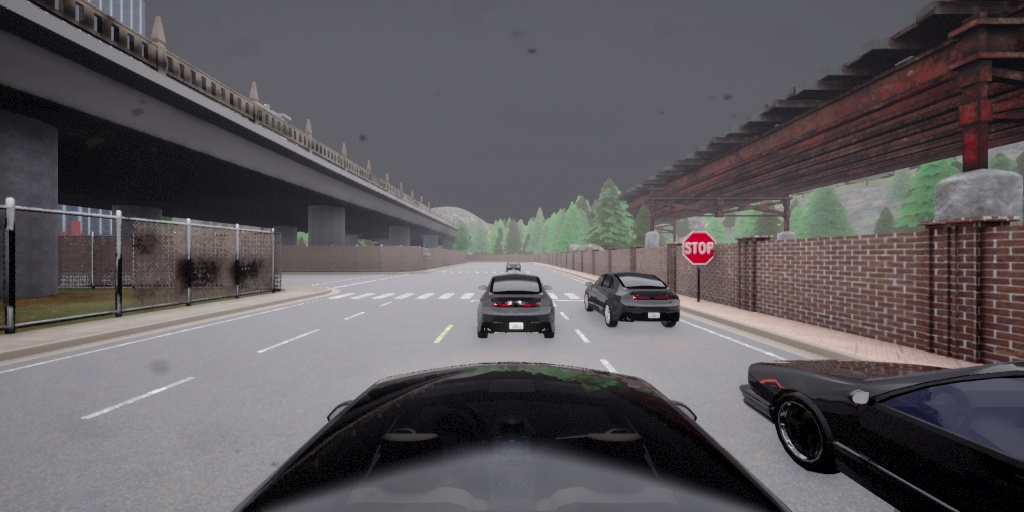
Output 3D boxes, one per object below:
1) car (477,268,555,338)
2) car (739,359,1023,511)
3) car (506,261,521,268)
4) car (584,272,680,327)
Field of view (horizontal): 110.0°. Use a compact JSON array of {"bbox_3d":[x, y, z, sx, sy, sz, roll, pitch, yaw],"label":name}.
[{"bbox_3d":[0.096,1.255,10.126,1.837,1.490,4.892,0,0,0],"label":"car"},{"bbox_3d":[3.600,1.297,1.741,2.033,1.411,5.357,0,0,0],"label":"car"},{"bbox_3d":[0.168,1.351,46.380,1.895,1.301,4.718,0,0,-1],"label":"car"},{"bbox_3d":[3.597,1.255,11.487,1.837,1.490,4.892,0,0,0],"label":"car"}]
